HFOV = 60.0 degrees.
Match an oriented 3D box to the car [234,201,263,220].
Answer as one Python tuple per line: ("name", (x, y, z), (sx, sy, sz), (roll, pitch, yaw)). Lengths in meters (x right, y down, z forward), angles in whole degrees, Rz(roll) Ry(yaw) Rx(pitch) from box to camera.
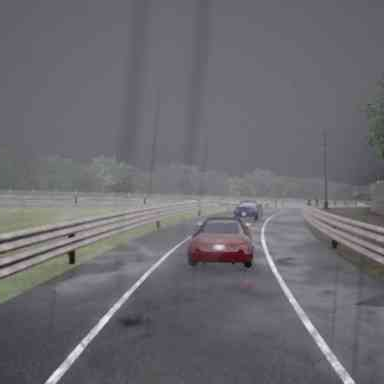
("car", (4.517, 1.429, 26.544), (1.812, 1.442, 4.674), (0, 0, 18))

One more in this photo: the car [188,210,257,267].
("car", (1.069, 1.538, 11.501), (1.994, 1.385, 4.181), (0, 0, 8))
